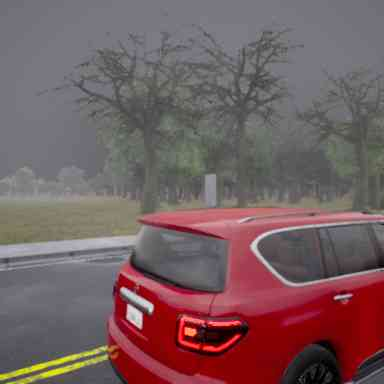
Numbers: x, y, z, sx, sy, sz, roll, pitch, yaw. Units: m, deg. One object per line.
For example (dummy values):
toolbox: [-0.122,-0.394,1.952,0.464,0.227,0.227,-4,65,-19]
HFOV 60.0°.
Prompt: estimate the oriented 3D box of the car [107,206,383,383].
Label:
car: [1.681,1.222,4.548,5.566,2.045,2.150,0,0,-35]
